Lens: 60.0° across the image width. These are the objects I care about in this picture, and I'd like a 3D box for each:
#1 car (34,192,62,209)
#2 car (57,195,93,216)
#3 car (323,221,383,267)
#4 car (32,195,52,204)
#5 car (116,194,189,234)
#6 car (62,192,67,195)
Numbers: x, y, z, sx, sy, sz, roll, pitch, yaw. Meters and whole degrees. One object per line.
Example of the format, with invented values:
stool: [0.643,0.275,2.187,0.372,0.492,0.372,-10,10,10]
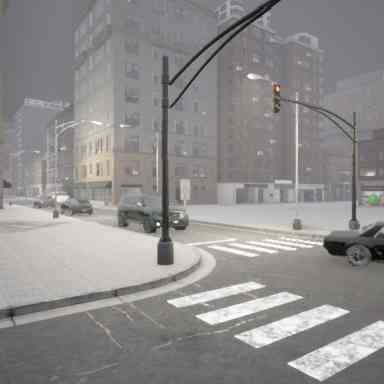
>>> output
car: [-18.096,1.146,41.103,2.097,1.767,4.553,0,0,-35]
car: [-10.717,1.331,30.725,1.882,1.535,5.008,0,0,-35]
car: [6.529,1.586,9.913,4.718,1.301,1.895,0,0,30]
car: [-25.510,1.269,56.495,2.033,1.411,5.357,0,0,-35]
car: [-2.431,1.142,19.099,2.150,2.045,5.566,0,0,-36]
car: [-19.534,0.984,48.138,2.150,2.045,5.566,0,0,-36]
